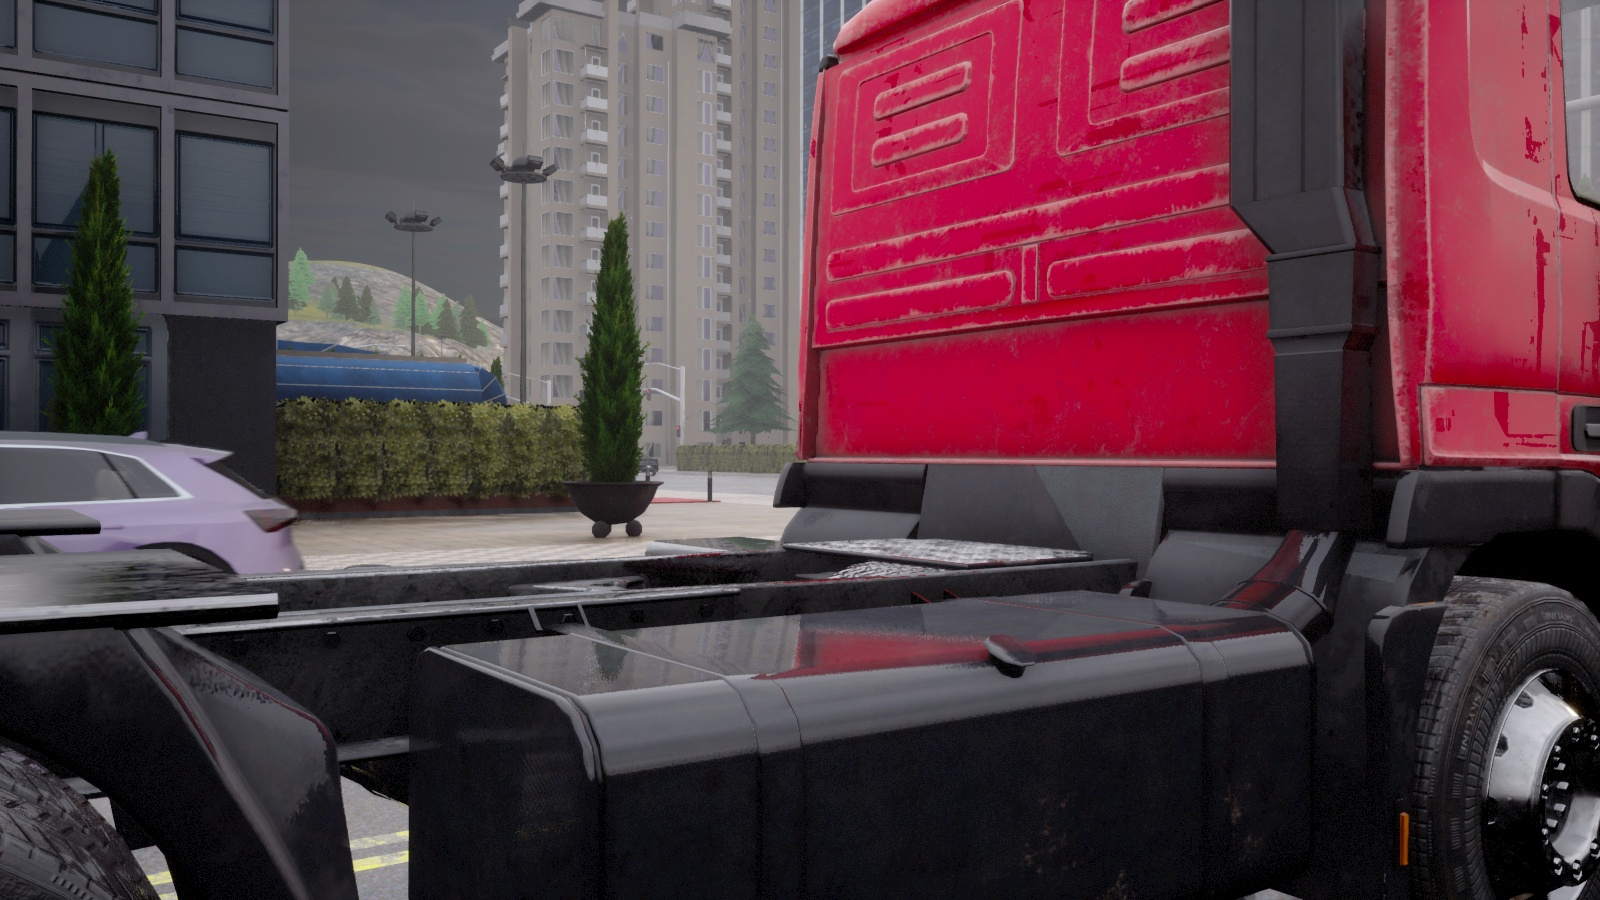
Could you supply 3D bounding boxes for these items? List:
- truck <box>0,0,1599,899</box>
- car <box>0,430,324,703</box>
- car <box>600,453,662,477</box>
[{"bbox_3d":[-0.663,-0.228,3.201,7.936,3.462,2.891,0,0,-35],"label":"truck"},{"bbox_3d":[-5.858,0.707,8.111,4.856,1.649,2.033,0,0,-35],"label":"car"},{"bbox_3d":[-10.939,0.944,81.072,1.882,1.535,5.008,0,0,-35],"label":"car"}]
